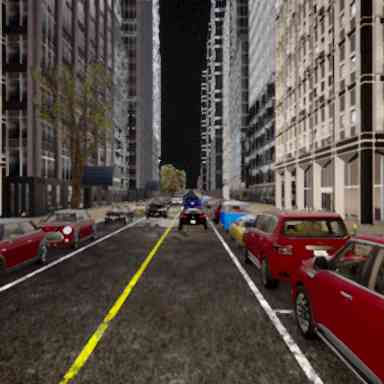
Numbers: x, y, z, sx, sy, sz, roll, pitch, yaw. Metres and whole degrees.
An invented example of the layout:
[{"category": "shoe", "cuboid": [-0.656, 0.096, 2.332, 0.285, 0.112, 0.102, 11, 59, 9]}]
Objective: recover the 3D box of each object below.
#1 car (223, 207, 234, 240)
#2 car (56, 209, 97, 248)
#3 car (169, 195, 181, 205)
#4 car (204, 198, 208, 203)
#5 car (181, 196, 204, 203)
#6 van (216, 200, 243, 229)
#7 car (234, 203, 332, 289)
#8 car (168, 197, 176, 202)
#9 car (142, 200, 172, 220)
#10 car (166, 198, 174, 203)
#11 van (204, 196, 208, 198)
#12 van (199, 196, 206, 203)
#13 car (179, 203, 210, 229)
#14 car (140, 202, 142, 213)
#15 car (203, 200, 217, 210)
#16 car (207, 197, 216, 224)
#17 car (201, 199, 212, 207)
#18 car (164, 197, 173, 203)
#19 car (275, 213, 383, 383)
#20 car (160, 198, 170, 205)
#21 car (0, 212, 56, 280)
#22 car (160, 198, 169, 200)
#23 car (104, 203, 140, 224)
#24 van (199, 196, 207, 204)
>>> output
[{"category": "car", "cuboid": [2.669, 1.641, 15.203, 1.752, 1.417, 4.829, 0, 0, 0]}, {"category": "car", "cuboid": [-5.711, 1.555, 15.027, 1.967, 1.590, 4.097, 0, 0, 0]}, {"category": "car", "cuboid": [-3.084, 1.692, 71.185, 2.150, 2.045, 5.566, 0, 0, 0]}, {"category": "car", "cuboid": [2.637, 1.865, 43.527, 2.008, 1.369, 4.403, 0, 0, 0]}, {"category": "car", "cuboid": [0.051, 1.516, 40.742, 2.150, 2.045, 5.566, 0, -1, 0]}, {"category": "van", "cuboid": [2.662, 1.498, 20.732, 1.690, 1.788, 3.998, 0, 0, 0]}, {"category": "car", "cuboid": [2.675, 1.387, 9.337, 2.192, 1.841, 5.009, 0, 0, 0]}, {"category": "car", "cuboid": [-5.803, 2.160, 94.802, 2.008, 1.369, 4.403, 0, 0, 0]}, {"category": "car", "cuboid": [-3.134, 1.734, 30.734, 1.837, 1.490, 4.892, 0, 0, 0]}, {"category": "car", "cuboid": [-5.796, 2.162, 89.105, 1.802, 1.307, 4.206, 0, 0, 0]}, {"category": "van", "cuboid": [2.624, 1.726, 54.924, 1.690, 1.788, 3.998, 0, 0, 0]}, {"category": "van", "cuboid": [2.591, 1.889, 83.416, 1.690, 1.788, 3.998, 0, 0, 0]}, {"category": "car", "cuboid": [0.073, 1.698, 22.928, 1.812, 1.442, 4.674, 0, 0, 0]}, {"category": "car", "cuboid": [-5.737, 1.801, 37.649, 1.752, 1.417, 4.829, 0, 0, 0]}, {"category": "car", "cuboid": [2.631, 1.932, 49.224, 1.802, 1.307, 4.206, 0, 0, 0]}, {"category": "car", "cuboid": [2.656, 1.513, 26.432, 2.192, 1.841, 5.009, 0, 0, 0]}, {"category": "car", "cuboid": [2.618, 1.963, 60.621, 1.887, 1.381, 4.507, 0, 0, 0]}, {"category": "car", "cuboid": [-5.790, 2.093, 83.406, 1.887, 1.381, 4.507, 0, 0, 0]}, {"category": "car", "cuboid": [2.682, 1.344, 3.638, 2.192, 1.841, 5.009, 0, 0, 0]}, {"category": "car", "cuboid": [-5.776, 2.066, 72.009, 1.802, 1.307, 4.206, 0, 0, 0]}, {"category": "car", "cuboid": [-5.704, 1.513, 9.328, 1.967, 1.590, 4.097, 0, 0, 0]}, {"category": "car", "cuboid": [-5.763, 1.985, 60.612, 1.947, 1.339, 4.313, 0, 0, 0]}, {"category": "car", "cuboid": [-5.724, 1.749, 26.423, 2.008, 1.369, 4.403, 0, 0, 0]}, {"category": "van", "cuboid": [2.598, 1.858, 77.717, 1.690, 1.788, 3.998, 0, 0, 0]}]
